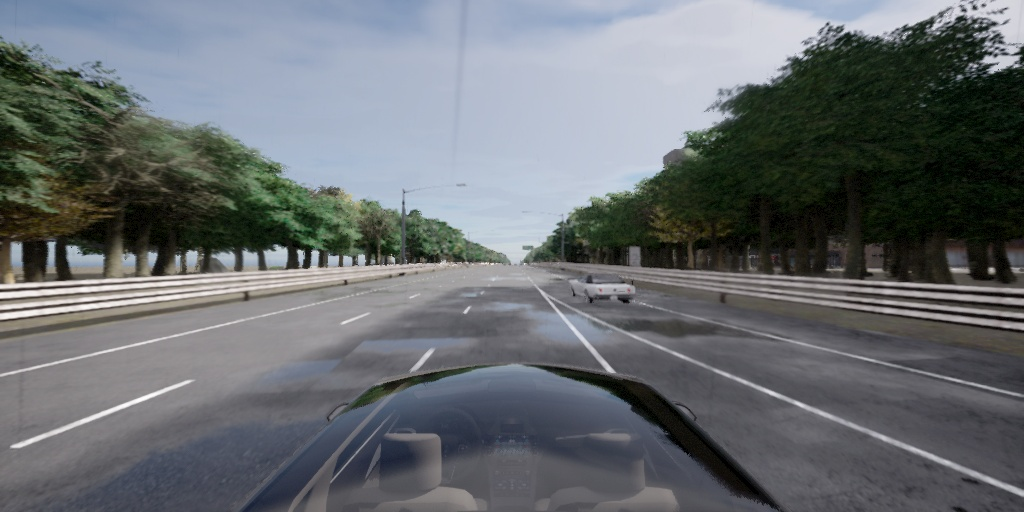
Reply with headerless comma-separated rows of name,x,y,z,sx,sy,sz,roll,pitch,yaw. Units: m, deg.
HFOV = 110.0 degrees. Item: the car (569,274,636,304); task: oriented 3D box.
car,4.118,1.490,17.225,1.895,1.301,4.718,0,0,-4
